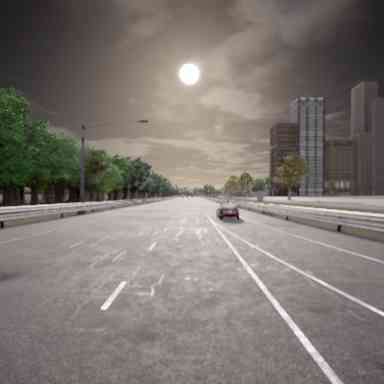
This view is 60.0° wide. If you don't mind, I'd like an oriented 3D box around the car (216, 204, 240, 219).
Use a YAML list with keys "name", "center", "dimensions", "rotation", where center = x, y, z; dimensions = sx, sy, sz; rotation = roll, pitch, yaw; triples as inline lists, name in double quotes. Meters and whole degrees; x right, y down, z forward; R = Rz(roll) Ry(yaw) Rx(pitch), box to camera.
- name: "car"
  center: [3.587, 1.926, 33.718]
  dimensions: [2.163, 1.488, 4.792]
  rotation: [0, -1, -1]
